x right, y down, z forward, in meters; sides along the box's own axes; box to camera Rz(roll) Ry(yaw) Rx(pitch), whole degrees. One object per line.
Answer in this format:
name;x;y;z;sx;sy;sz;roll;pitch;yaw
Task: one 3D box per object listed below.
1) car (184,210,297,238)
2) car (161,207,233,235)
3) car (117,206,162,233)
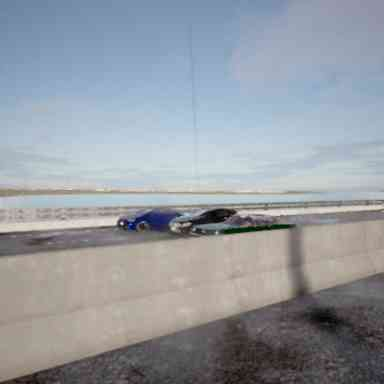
car;2.254;1.596;14.161;4.718;1.301;1.895;0;0;-35
car;0.995;1.519;17.553;4.674;1.442;1.812;0;0;-35
car;-2.237;1.555;19.555;4.181;1.385;1.994;0;0;-35
